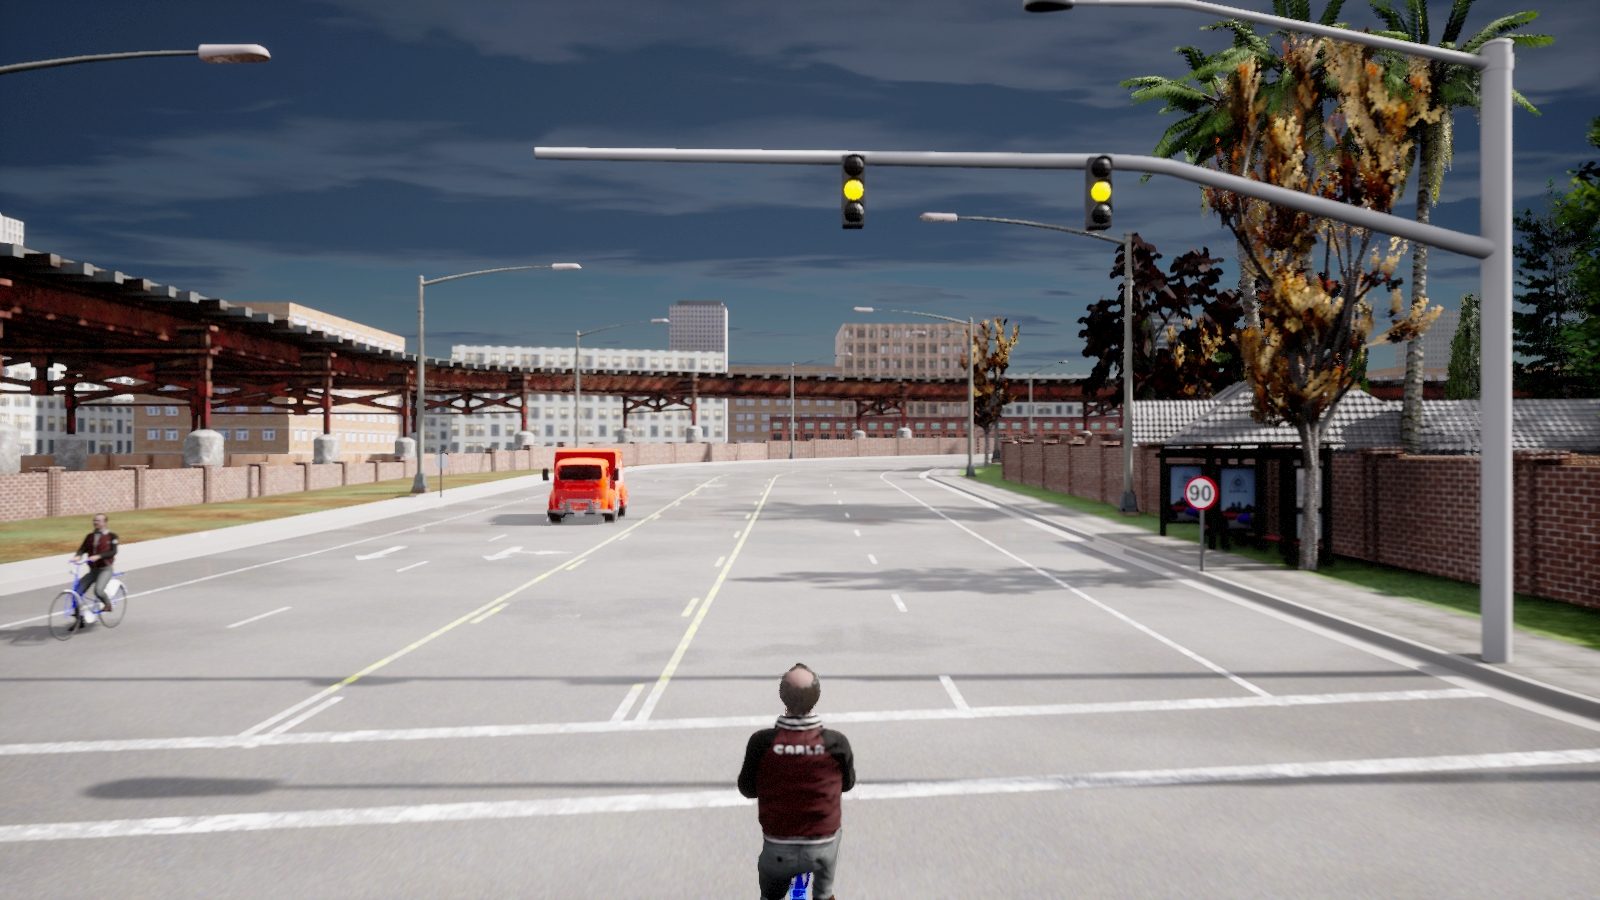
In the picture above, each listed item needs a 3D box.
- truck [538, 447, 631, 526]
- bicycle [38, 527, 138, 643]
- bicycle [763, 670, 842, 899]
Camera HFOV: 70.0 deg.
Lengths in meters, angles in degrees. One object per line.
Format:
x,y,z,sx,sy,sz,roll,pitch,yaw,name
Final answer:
-7.389,1.183,39.760,2.627,2.467,5.204,0,1,-5,truck
-10.490,1.954,16.895,0.329,1.496,1.835,0,0,0,bicycle
0.014,2.022,5.690,0.329,1.496,1.835,0,0,0,bicycle
